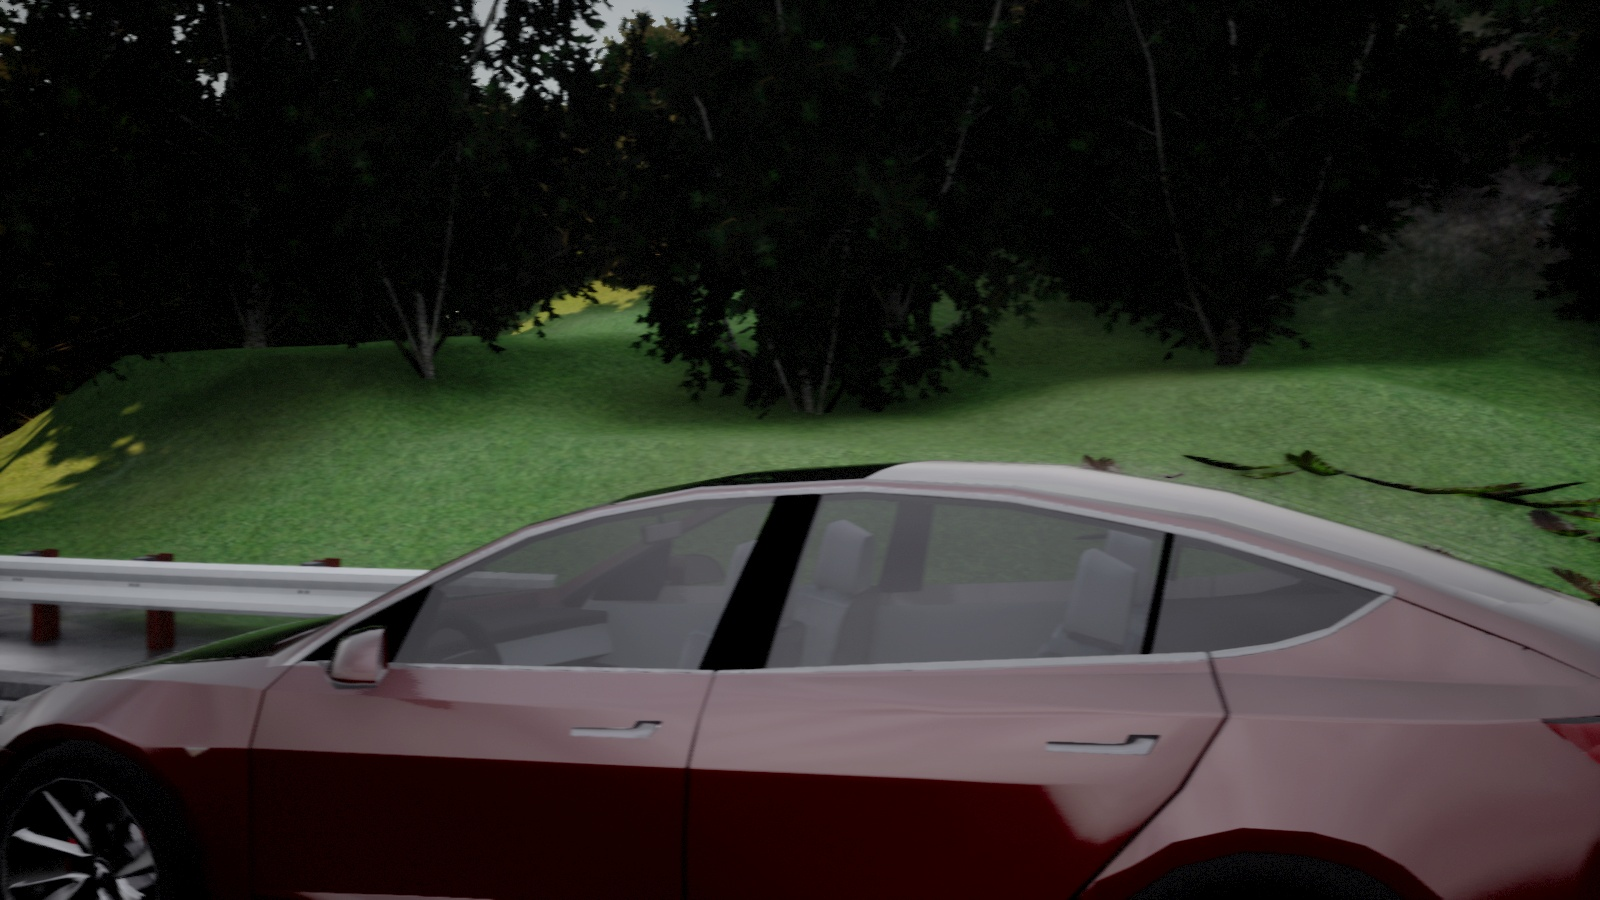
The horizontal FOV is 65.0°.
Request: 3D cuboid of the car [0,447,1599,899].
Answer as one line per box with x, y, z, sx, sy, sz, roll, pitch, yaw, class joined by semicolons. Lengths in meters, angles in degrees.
-0.181;0.765;3.779;4.792;1.488;2.163;1;1;19;car
